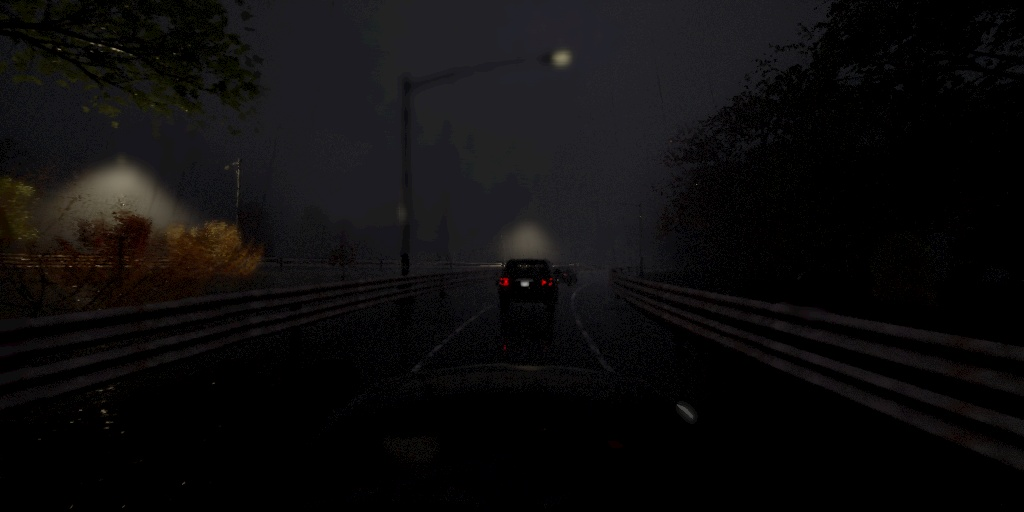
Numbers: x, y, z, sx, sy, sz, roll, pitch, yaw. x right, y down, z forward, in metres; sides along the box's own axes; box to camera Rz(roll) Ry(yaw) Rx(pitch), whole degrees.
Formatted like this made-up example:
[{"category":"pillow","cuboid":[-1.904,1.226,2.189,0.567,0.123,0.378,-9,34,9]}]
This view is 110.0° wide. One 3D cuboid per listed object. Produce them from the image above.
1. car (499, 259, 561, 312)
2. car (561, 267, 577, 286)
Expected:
[{"category":"car","cuboid":[0.852,1.141,15.498,2.150,2.045,5.566,0,-1,8]},{"category":"car","cuboid":[4.296,1.694,30.065,2.128,1.511,4.902,0,-1,18]}]
